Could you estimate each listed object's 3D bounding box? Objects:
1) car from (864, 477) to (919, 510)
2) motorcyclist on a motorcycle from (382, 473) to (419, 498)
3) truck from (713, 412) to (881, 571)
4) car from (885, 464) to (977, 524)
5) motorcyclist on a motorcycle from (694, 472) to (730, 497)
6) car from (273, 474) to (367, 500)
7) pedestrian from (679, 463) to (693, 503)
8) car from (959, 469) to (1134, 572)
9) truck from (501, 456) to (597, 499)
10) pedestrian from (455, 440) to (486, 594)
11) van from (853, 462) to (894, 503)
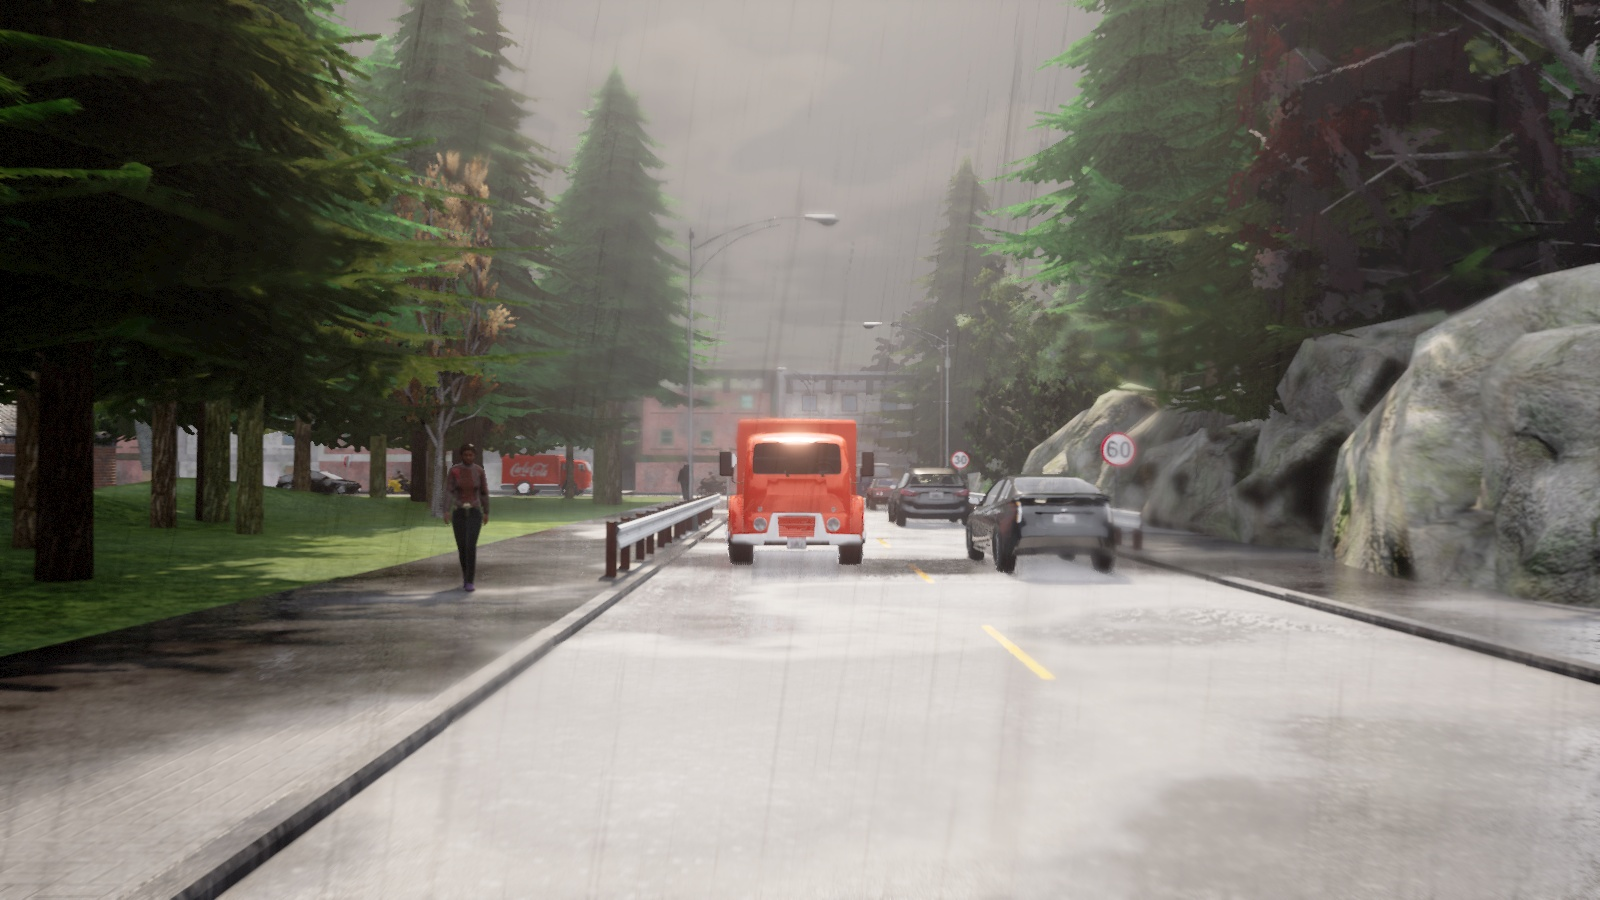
[{"bbox_3d":[3.749,1.775,52.252,1.895,1.301,4.718,0,-1,0],"label":"car"},{"bbox_3d":[-25.068,2.215,78.767,2.044,1.523,0.797,0,-1,0],"label":"motorcyclist on a motorcycle"},{"bbox_3d":[-0.059,0.705,22.288,2.627,2.467,5.204,0,-1,0],"label":"truck"},{"bbox_3d":[3.846,1.273,37.636,2.242,1.667,4.611,0,-1,0],"label":"car"},{"bbox_3d":[-5.490,2.134,78.457,2.044,1.523,0.797,0,1,15],"label":"motorcyclist on a motorcycle"},{"bbox_3d":[-28.554,2.180,74.766,4.792,1.488,2.163,0,-1,0],"label":"car"},{"bbox_3d":[-5.336,1.532,58.908,0.634,1.844,0.899,0,-1,-4],"label":"pedestrian"},{"bbox_3d":[3.947,1.095,20.950,2.007,1.525,4.514,0,-1,0],"label":"car"},{"bbox_3d":[-14.920,1.639,74.785,5.204,2.467,2.627,0,-1,0],"label":"truck"},{"bbox_3d":[-3.991,0.795,15.239,0.328,1.805,0.869,0,-1,-12],"label":"pedestrian"},{"bbox_3d":[3.667,1.617,63.570,1.775,1.987,4.442,0,-1,-1],"label":"van"}]
